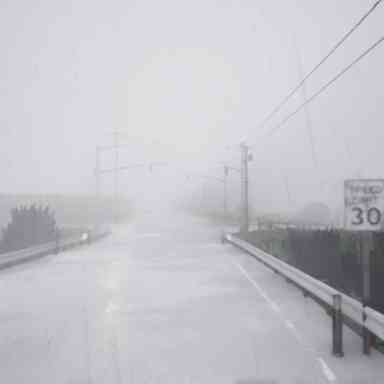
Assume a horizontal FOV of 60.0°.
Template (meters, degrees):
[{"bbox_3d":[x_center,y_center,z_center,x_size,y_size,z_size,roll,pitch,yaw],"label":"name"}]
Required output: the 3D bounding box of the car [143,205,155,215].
[{"bbox_3d":[-9.776,4.233,73.324,1.994,1.385,4.181,0,-2,-8],"label":"car"}]
